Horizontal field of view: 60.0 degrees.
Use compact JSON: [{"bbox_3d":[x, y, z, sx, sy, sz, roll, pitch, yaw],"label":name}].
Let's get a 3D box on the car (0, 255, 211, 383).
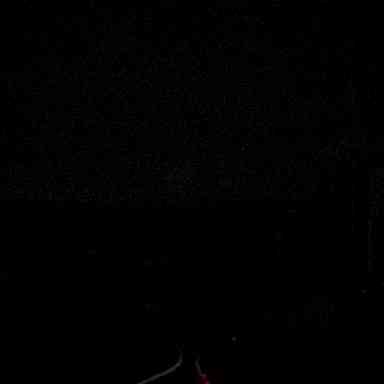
[{"bbox_3d":[-2.029,1.357,1.626,4.553,1.767,2.097,0,0,-35],"label":"car"}]
